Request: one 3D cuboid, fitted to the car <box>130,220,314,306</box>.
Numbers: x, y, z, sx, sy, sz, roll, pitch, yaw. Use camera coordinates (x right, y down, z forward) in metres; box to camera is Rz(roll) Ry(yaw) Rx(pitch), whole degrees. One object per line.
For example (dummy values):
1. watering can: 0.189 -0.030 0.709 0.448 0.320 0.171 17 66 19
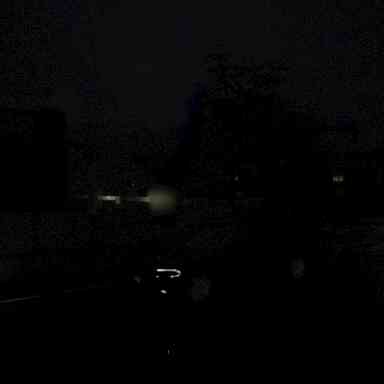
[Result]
1. car: 0.931 1.501 8.208 5.008 1.535 1.882 0 0 -35
